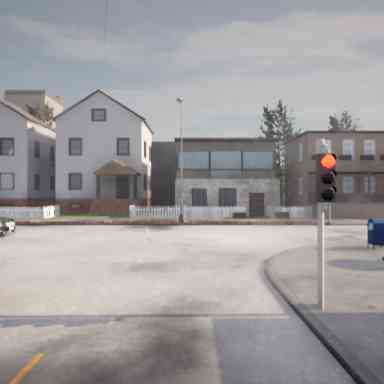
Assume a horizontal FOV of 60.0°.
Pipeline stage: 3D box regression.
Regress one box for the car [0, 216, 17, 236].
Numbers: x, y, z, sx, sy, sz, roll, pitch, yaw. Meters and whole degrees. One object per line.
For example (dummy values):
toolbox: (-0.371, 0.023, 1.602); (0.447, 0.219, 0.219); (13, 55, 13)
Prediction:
car: (-11.215, 1.503, 16.274); (4.902, 1.511, 2.128); (0, 0, 1)
